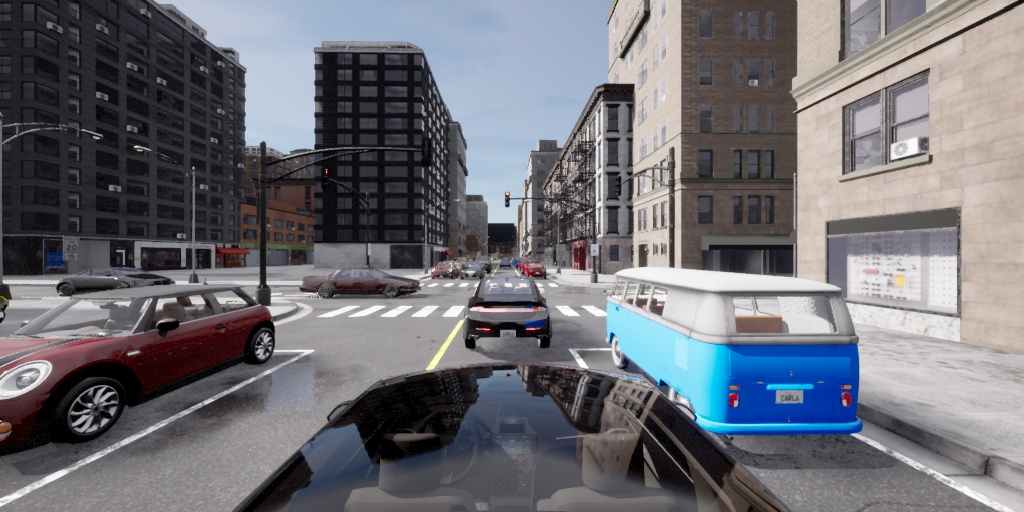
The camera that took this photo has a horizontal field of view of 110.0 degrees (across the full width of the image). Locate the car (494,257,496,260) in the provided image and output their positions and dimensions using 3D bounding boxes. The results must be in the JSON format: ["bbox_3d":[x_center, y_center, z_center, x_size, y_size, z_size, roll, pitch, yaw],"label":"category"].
[{"bbox_3d":[-3.776,1.296,52.170,2.033,1.411,5.357,0,0,-1],"label":"car"}]

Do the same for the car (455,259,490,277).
[{"bbox_3d":[-3.392,1.242,31.606,2.128,1.511,4.902,0,0,-1],"label":"car"}]

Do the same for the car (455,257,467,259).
[{"bbox_3d":[-6.146,1.065,42.774,2.192,1.841,5.009,0,0,-1],"label":"car"}]

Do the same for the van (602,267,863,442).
[{"bbox_3d":[2.585,1.091,5.233,1.690,1.789,3.998,0,0,-1],"label":"van"}]

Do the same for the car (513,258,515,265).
[{"bbox_3d":[1.573,1.312,59.151,1.948,1.339,4.313,0,0,-1],"label":"car"}]

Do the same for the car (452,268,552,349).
[{"bbox_3d":[-0.125,1.242,9.167,2.128,1.511,4.902,0,0,-1],"label":"car"}]

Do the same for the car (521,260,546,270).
[{"bbox_3d":[2.081,1.295,32.108,1.888,1.381,4.507,0,0,-1],"label":"car"}]

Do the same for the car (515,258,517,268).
[{"bbox_3d":[1.776,1.294,48.334,1.888,1.381,4.507,0,0,-1],"label":"car"}]

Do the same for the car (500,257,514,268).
[{"bbox_3d":[-1.124,1.309,62.268,1.994,1.385,4.181,0,0,-1],"label":"car"}]

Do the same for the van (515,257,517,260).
[{"bbox_3d":[1.674,1.089,53.743,1.690,1.789,3.998,0,0,-1],"label":"van"}]

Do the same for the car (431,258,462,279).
[{"bbox_3d":[-5.943,1.190,31.957,1.967,1.591,4.097,0,0,-1],"label":"car"}]

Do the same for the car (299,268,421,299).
[{"bbox_3d":[-7.208,1.269,17.298,5.357,1.411,2.033,0,0,-1],"label":"car"}]

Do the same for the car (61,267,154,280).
[{"bbox_3d":[-18.684,1.221,17.067,4.181,1.385,1.994,0,0,-1],"label":"car"}]

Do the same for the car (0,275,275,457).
[{"bbox_3d":[-5.439,1.190,5.082,1.967,1.591,4.097,0,0,-1],"label":"car"}]

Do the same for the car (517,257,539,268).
[{"bbox_3d":[1.979,1.065,37.516,2.192,1.841,5.009,0,0,-1],"label":"car"}]

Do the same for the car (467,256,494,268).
[{"bbox_3d":[-3.581,0.971,41.768,2.150,2.045,5.566,0,0,0],"label":"car"}]
